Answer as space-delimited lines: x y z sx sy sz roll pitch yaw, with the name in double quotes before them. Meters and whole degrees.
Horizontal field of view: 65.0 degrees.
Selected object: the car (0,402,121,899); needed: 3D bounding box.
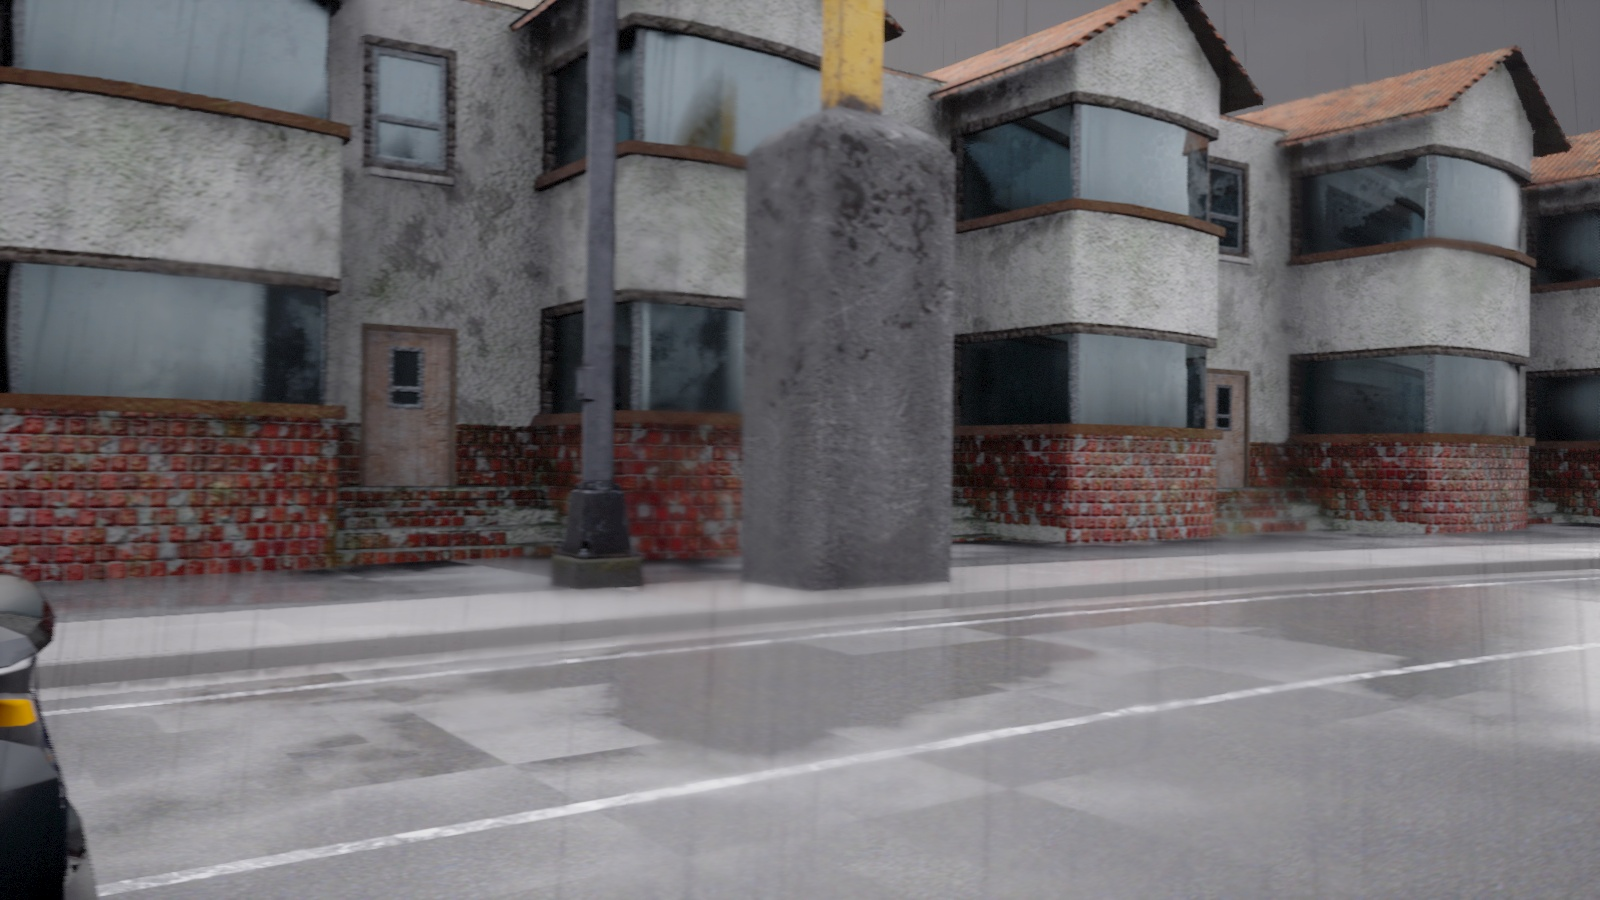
"car" -3.383 0.702 1.306 4.514 1.525 2.007 0 0 -35
